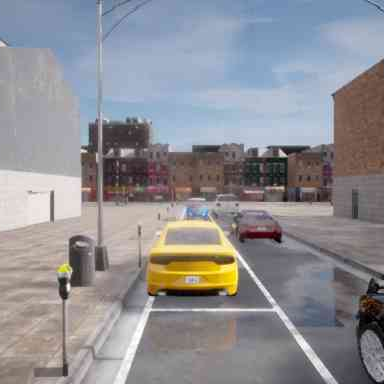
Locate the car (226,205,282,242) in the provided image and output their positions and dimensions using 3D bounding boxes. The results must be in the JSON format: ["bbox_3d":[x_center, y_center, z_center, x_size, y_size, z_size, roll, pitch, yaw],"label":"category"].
[{"bbox_3d":[3.046,1.565,16.481,1.994,1.385,4.181,0,0,0],"label":"car"}]

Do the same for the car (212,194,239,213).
[{"bbox_3d":[3.033,1.232,30.558,2.150,2.045,5.566,0,0,0],"label":"car"}]

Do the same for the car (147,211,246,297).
[{"bbox_3d":[0.006,1.477,8.651,1.882,1.535,5.008,0,0,0],"label":"car"}]

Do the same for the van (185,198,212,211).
[{"bbox_3d":[0.374,1.345,25.499,1.690,1.788,3.998,-1,0,0],"label":"van"}]

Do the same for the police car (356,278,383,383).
[{"bbox_3d":[3.021,1.424,2.364,1.930,1.638,5.238,0,0,0],"label":"police car"}]
